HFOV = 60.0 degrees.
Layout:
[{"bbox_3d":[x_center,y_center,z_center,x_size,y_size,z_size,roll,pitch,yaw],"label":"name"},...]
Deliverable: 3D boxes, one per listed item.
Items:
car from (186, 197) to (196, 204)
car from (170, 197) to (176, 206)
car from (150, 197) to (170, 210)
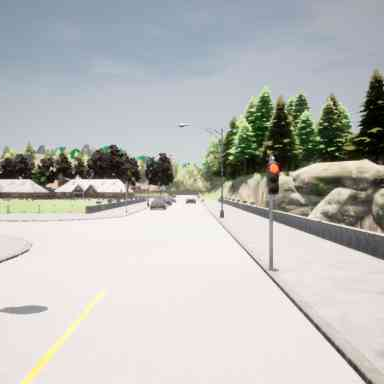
[{"bbox_3d":[-0.180,1.601,63.408,1.895,1.301,4.718,0,0,0],"label":"car"},{"bbox_3d":[-4.246,1.547,54.791,2.033,1.411,5.357,0,0,0],"label":"car"},{"bbox_3d":[-4.222,1.526,42.700,1.812,1.442,4.674,0,0,-1],"label":"car"}]
